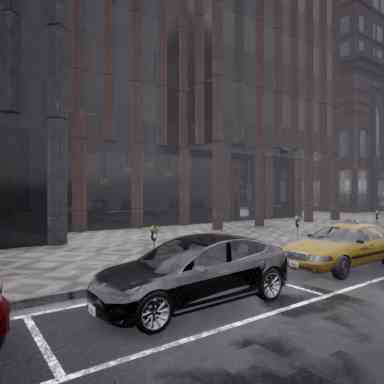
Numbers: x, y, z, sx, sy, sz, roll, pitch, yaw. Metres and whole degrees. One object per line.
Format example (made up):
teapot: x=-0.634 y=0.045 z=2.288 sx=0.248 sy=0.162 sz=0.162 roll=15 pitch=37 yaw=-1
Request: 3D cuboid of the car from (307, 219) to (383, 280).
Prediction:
car: x=4.565 y=1.526 z=9.931 sx=4.829 sy=1.417 sz=1.752 roll=0 pitch=0 yaw=-36

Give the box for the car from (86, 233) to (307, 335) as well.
car: x=0.122 y=1.566 z=6.747 sx=4.313 sy=1.339 sz=1.947 roll=0 pitch=0 yaw=-36

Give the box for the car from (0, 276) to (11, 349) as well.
car: x=-4.459 y=1.545 z=3.463 sx=4.507 sy=1.381 sz=1.887 roll=0 pitch=0 yaw=-36
